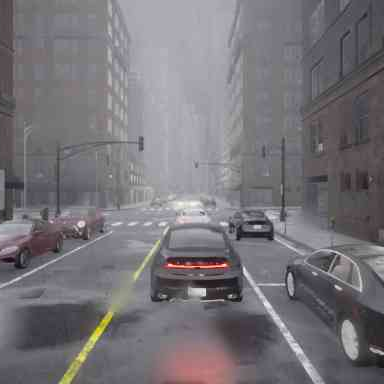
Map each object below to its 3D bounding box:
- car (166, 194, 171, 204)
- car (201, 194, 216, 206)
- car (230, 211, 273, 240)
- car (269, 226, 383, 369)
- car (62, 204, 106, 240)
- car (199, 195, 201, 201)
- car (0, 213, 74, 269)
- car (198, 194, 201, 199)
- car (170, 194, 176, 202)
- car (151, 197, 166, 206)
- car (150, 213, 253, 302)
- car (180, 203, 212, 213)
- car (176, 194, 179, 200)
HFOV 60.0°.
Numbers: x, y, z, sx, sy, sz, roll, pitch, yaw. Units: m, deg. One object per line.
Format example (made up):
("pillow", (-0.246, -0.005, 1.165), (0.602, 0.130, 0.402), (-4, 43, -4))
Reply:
("car", (-5.633, 1.606, 64.488), (2.008, 1.369, 4.403), (0, 0, 0))
("car", (2.875, 1.476, 53.660), (1.967, 1.590, 4.097), (0, 0, 0))
("car", (2.851, 1.566, 16.570), (1.947, 1.339, 4.313), (0, 0, 0))
("car", (2.854, 1.551, 5.568), (2.008, 1.369, 4.403), (0, 0, 0))
("car", (-5.675, 1.441, 16.568), (1.967, 1.590, 4.097), (0, 0, 0))
("car", (2.892, 1.606, 64.478), (2.008, 1.369, 4.403), (0, 0, 0))
("car", (-5.673, 1.582, 11.067), (1.802, 1.307, 4.206), (0, 0, 0))
("car", (2.908, 1.523, 75.296), (1.967, 1.590, 4.097), (0, 0, 0))
("car", (-5.609, 1.625, 80.544), (1.752, 1.417, 4.829), (0, 0, 0))
("car", (-5.650, 1.617, 53.671), (1.802, 1.307, 4.206), (0, 0, 0))
("car", (0.096, 1.505, 8.234), (1.837, 1.490, 4.892), (0, 0, 0))
("car", (0.078, 1.526, 17.382), (1.812, 1.442, 4.674), (0, 0, -1))
("car", (-5.593, 1.456, 91.531), (2.192, 1.841, 5.009), (0, 0, 0))
